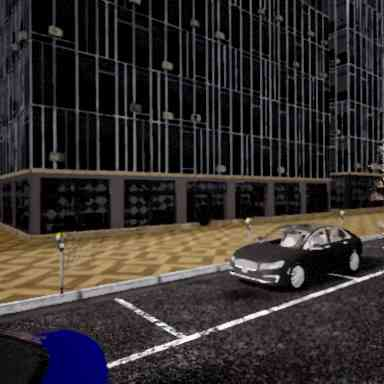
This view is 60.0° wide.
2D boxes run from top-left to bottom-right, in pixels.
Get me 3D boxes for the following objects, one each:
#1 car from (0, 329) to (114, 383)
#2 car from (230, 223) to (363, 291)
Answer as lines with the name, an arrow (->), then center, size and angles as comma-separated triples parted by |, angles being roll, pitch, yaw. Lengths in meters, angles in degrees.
car -> -2.533, 1.549, 1.334 | 4.674, 1.442, 1.812 | 0, 0, -38
car -> 2.938, 1.543, 8.929 | 4.403, 1.369, 2.008 | 0, 0, -38
